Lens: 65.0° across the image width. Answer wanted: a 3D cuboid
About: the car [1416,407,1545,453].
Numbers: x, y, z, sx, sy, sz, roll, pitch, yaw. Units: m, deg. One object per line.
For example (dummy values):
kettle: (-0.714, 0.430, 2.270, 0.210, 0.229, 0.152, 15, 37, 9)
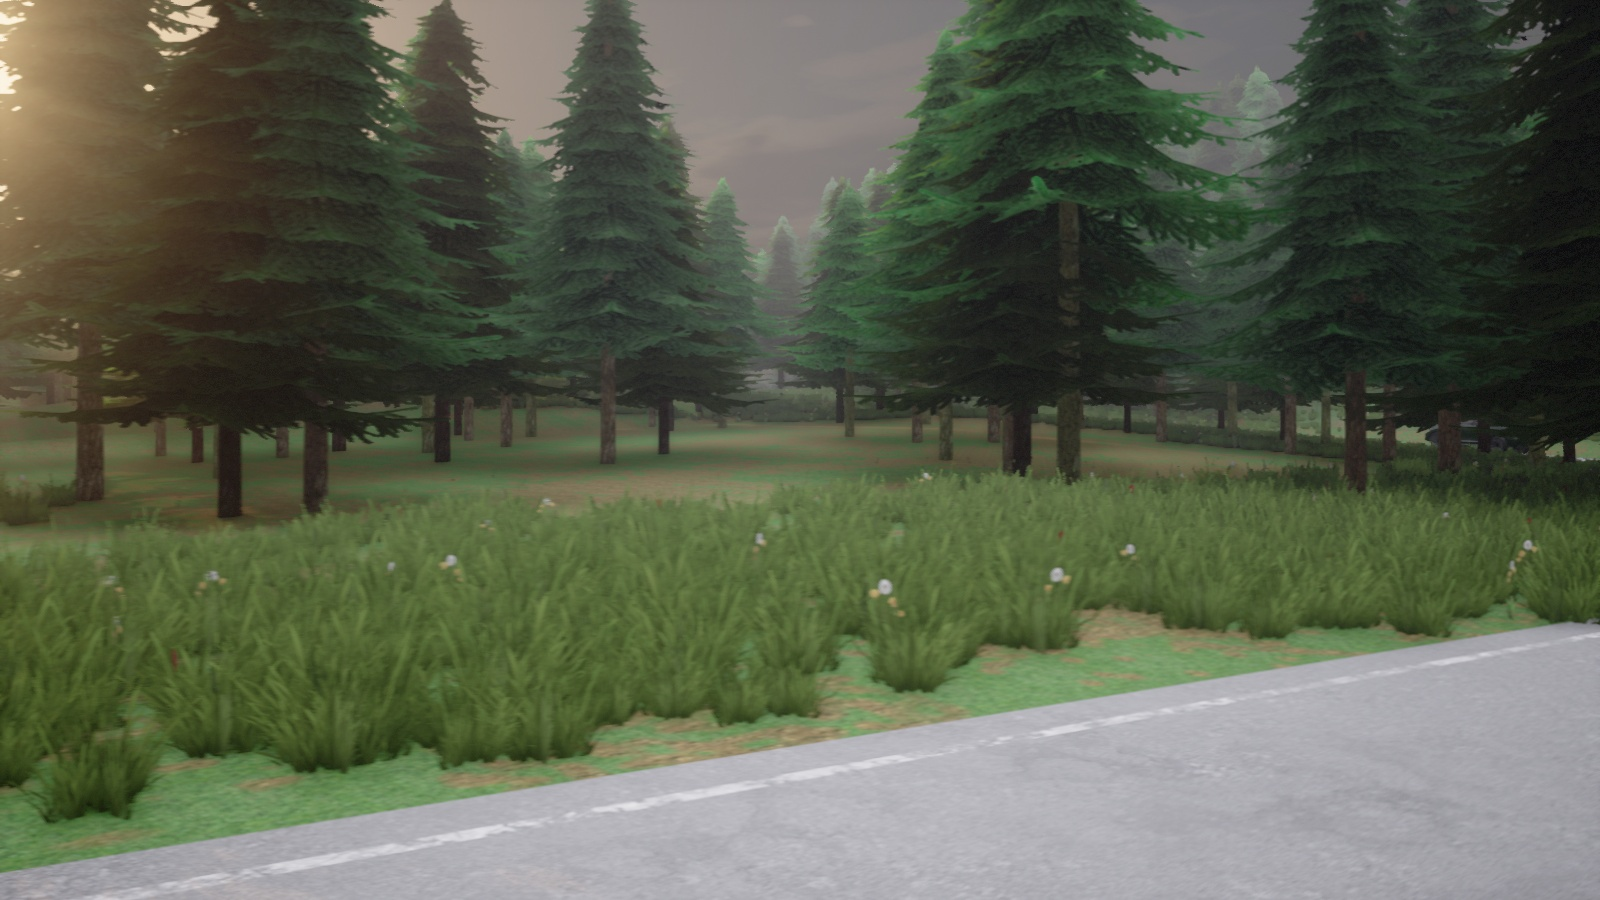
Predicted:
car: (35.665, -1.091, 66.032, 2.150, 2.045, 5.566, 0, 4, -28)
